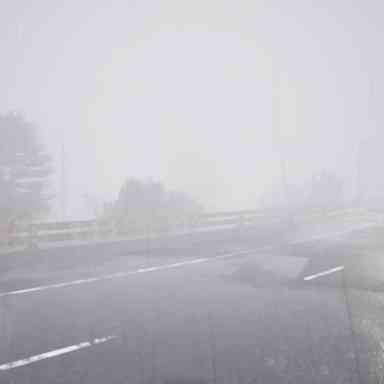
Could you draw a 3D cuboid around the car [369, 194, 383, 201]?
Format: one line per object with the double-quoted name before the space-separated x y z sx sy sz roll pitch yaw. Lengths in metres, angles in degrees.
"car" 37.249 1.149 67.243 2.128 1.511 4.902 0 0 12
